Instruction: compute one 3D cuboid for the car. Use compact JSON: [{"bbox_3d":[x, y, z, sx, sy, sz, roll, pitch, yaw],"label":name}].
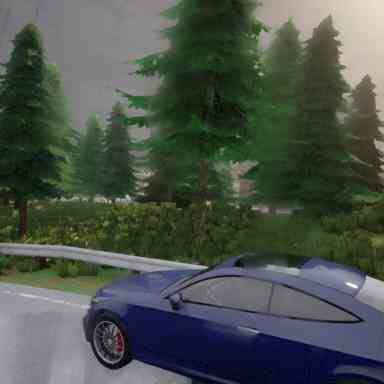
[{"bbox_3d":[0.752,1.499,4.100,4.674,1.442,1.812,1,1,31],"label":"car"}]
